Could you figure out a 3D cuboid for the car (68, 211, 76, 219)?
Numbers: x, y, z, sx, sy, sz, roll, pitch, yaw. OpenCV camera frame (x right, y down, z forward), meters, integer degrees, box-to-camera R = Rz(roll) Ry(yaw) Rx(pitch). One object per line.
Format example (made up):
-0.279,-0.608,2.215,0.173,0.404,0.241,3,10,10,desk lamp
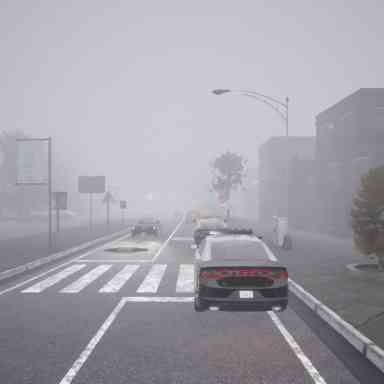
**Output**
-21.741,3.632,52.711,5.008,1.535,2.097,0,-2,0,car

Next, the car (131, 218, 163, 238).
-3.261,2.609,24.698,1.895,1.301,4.718,0,-2,0,car

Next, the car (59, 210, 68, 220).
-21.747,3.496,49.440,4.892,1.521,2.231,0,-2,0,car

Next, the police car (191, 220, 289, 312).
0.999,1.766,8.664,1.930,1.638,5.238,0,-2,0,police car

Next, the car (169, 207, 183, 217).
-2.969,4.094,66.253,2.097,1.767,4.553,0,-2,0,car

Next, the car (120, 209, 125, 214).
-21.541,5.219,89.878,5.008,1.535,2.097,0,-3,0,car

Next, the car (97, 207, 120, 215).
-21.560,4.965,84.316,5.008,1.535,2.097,0,-2,0,car

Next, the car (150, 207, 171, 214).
-8.485,4.964,89.818,5.566,2.045,2.435,0,-3,0,car

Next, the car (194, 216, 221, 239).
1.064,2.527,24.551,1.812,1.442,4.674,0,-2,0,car

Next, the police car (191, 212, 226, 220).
1.037,2.179,18.665,1.930,1.638,5.238,0,-2,0,police car

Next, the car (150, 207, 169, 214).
-8.465,5.087,87.008,4.892,1.521,2.231,0,-3,0,car

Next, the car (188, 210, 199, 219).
0.252,4.033,60.097,2.033,1.411,5.357,0,-2,0,car

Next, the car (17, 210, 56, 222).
-21.767,3.397,46.165,4.674,1.452,2.002,0,-2,0,car

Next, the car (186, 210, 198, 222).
0.210,3.278,46.665,2.097,1.767,4.553,0,-2,1,car
